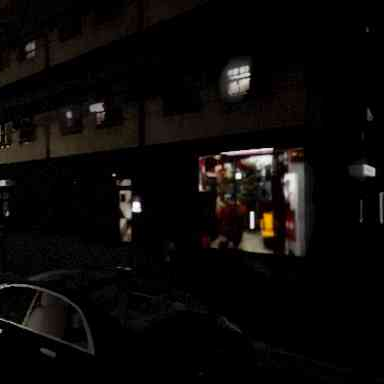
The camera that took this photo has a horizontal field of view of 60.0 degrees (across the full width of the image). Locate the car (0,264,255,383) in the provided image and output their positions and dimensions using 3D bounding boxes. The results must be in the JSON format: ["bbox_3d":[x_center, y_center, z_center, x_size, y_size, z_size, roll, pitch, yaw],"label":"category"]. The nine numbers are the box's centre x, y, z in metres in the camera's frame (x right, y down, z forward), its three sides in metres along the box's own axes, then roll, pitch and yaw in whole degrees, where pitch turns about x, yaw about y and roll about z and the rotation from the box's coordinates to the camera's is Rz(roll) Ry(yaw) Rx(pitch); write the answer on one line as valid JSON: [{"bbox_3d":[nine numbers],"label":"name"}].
[{"bbox_3d":[-1.447,1.553,3.919,4.403,1.369,2.008,0,-1,35],"label":"car"}]
